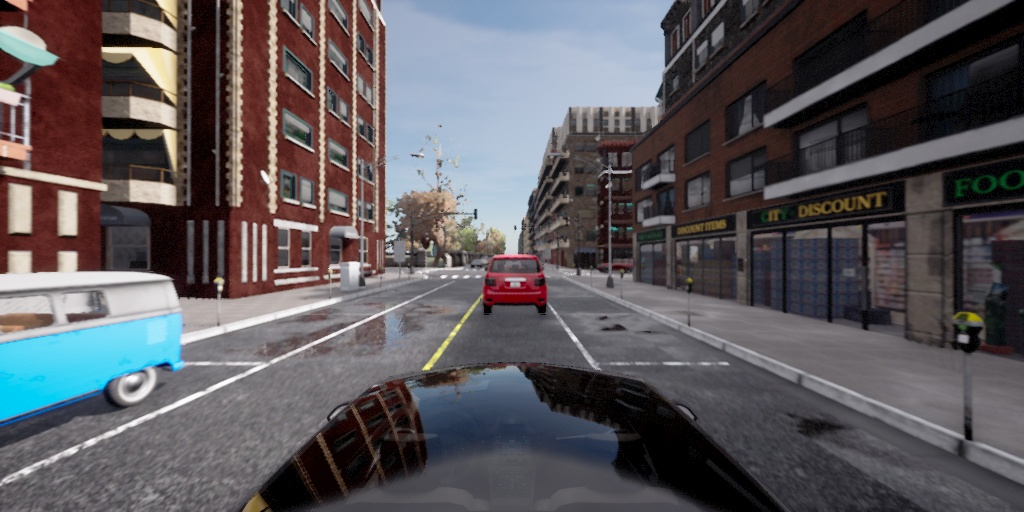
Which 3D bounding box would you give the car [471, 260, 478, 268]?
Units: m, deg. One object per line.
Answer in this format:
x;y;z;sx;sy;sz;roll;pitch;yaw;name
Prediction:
-5.693;1.281;58.644;1.948;1.339;4.313;0;0;0;car

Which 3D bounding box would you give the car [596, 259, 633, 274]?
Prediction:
13.447;1.313;46.305;5.009;1.841;2.192;0;0;-1;car

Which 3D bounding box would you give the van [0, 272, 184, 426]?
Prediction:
-5.689;1.088;3.595;1.690;1.789;3.998;0;0;0;van

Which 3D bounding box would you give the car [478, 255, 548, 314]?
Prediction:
0.097;0.959;13.796;2.150;2.045;5.566;0;0;0;car
